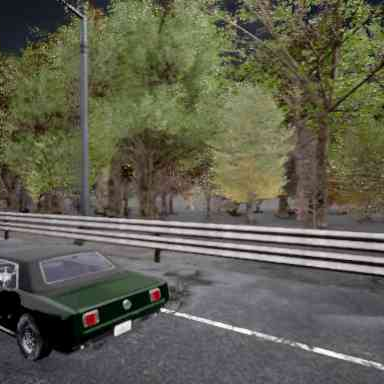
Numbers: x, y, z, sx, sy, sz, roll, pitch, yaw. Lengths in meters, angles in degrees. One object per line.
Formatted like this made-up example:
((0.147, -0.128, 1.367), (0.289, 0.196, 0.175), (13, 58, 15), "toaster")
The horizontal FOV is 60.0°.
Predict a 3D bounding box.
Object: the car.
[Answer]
((-2.778, 1.646, 5.993), (4.718, 1.301, 1.895), (-1, 0, 36), "car")
